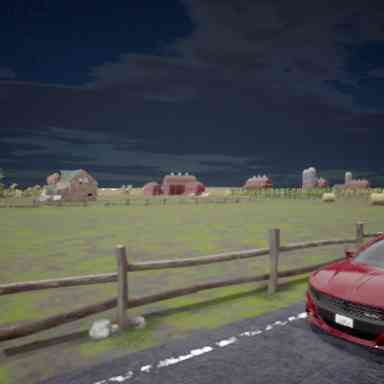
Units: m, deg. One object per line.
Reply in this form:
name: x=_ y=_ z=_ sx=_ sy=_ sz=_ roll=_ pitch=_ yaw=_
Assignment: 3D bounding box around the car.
car: x=4.119 y=1.496 z=6.008 sx=5.008 sy=1.535 sz=1.882 roll=0 pitch=0 yaw=-35
